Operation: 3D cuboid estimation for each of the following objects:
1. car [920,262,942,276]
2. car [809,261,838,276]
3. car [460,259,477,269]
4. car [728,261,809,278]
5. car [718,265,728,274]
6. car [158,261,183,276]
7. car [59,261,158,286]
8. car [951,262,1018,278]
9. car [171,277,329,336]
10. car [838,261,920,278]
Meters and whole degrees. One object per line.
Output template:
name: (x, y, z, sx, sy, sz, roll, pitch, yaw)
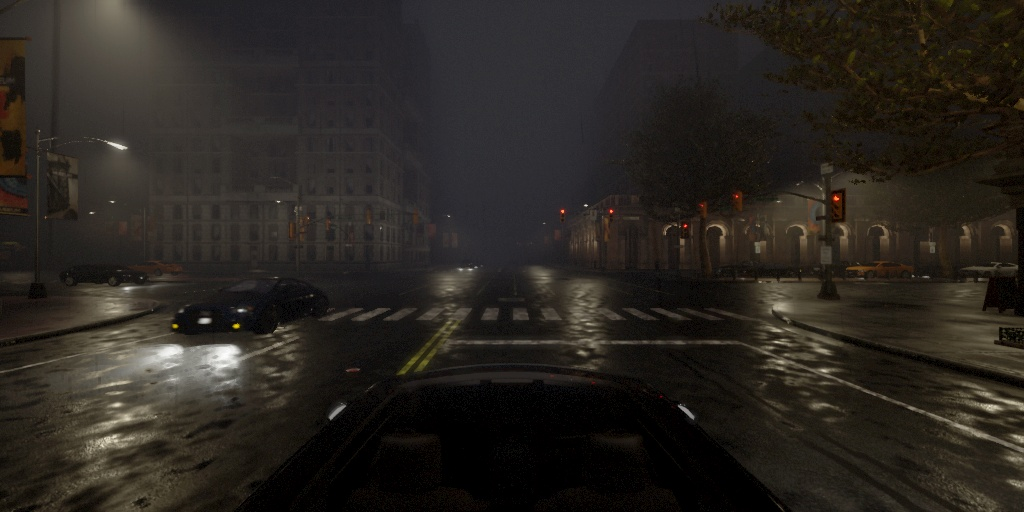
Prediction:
car: (42.935, 1.314, 35.805, 4.181, 1.385, 1.994, 0, 0, 0)
car: (32.886, 1.241, 35.861, 4.902, 1.511, 2.128, 0, 0, 0)
car: (-7.173, 1.255, 57.994, 1.837, 1.490, 4.892, 0, 0, 0)
car: (23.088, 1.297, 32.400, 5.357, 1.411, 2.033, 0, 0, 0)
car: (23.288, 1.241, 35.900, 4.902, 1.511, 2.128, 0, 0, 0)
car: (-36.208, 1.228, 36.137, 5.008, 1.535, 1.882, 0, 0, 0)
car: (-27.647, 1.255, 24.418, 4.892, 1.490, 1.837, 0, 0, 0)
car: (43.279, 1.276, 32.304, 4.674, 1.442, 1.812, 0, 0, 1)
car: (-7.113, 1.314, 10.297, 1.994, 1.385, 4.181, 0, 0, 0)
car: (33.053, 1.228, 32.357, 5.008, 1.535, 1.882, 0, 0, 0)
